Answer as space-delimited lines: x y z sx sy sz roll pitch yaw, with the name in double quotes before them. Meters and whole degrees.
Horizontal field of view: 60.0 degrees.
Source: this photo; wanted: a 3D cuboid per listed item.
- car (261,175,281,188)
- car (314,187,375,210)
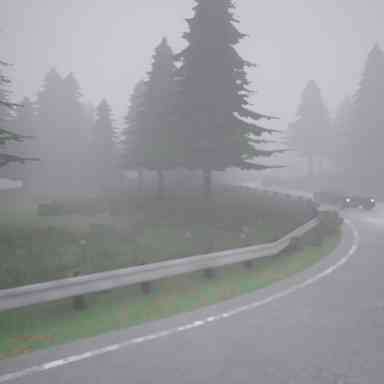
"car" 9.906 -1.414 41.660 1.837 1.490 4.892 0 5 3
"car" 9.684 0.381 21.493 1.895 1.301 4.718 1 5 -3
